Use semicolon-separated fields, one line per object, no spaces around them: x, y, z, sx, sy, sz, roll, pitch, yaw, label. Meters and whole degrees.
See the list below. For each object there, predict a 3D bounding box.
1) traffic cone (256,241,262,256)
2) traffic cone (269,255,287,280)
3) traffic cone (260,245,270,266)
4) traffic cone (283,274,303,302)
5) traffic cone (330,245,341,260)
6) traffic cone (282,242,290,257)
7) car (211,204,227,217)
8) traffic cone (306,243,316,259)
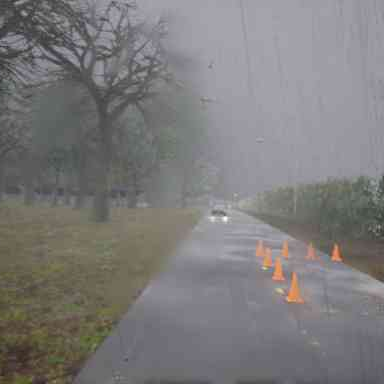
2.802;2.281;13.593;0.340;0.580;0.340;3;-1;4;traffic cone
2.498;2.206;9.606;0.340;0.580;0.340;3;-1;4;traffic cone
2.650;2.243;11.599;0.340;0.580;0.340;3;-1;4;traffic cone
2.346;2.169;7.612;0.340;0.580;0.340;3;-1;4;traffic cone
5.789;2.414;13.364;0.340;0.580;0.340;2;-1;4;traffic cone
3.798;2.325;13.517;0.340;0.580;0.340;3;-1;4;traffic cone
3.544;2.367;43.831;1.882;1.535;5.008;3;-1;4;car
4.794;2.370;13.440;0.340;0.580;0.340;3;-1;4;traffic cone
